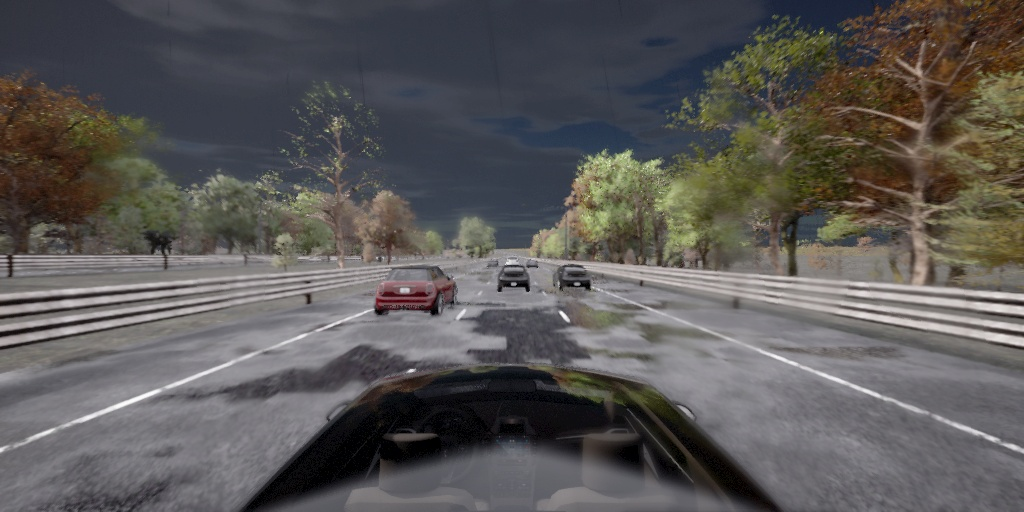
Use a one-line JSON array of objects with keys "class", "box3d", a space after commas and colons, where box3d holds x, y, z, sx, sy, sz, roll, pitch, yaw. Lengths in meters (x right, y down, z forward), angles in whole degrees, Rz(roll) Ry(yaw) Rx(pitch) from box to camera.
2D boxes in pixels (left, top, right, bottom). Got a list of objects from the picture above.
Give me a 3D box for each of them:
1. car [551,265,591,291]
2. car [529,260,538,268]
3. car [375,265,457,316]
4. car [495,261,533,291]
[{"class": "car", "box3d": [3.602, 1.288, 22.222, 1.837, 1.490, 4.892, 0, 0, 0]}, {"class": "car", "box3d": [3.606, 1.407, 65.395, 1.994, 1.385, 4.181, 0, 0, 0]}, {"class": "car", "box3d": [-3.399, 1.120, 13.501, 2.097, 1.767, 4.553, 0, 0, 0]}, {"class": "car", "box3d": [0.102, 1.288, 22.186, 1.837, 1.490, 4.892, 0, 0, 0]}]
